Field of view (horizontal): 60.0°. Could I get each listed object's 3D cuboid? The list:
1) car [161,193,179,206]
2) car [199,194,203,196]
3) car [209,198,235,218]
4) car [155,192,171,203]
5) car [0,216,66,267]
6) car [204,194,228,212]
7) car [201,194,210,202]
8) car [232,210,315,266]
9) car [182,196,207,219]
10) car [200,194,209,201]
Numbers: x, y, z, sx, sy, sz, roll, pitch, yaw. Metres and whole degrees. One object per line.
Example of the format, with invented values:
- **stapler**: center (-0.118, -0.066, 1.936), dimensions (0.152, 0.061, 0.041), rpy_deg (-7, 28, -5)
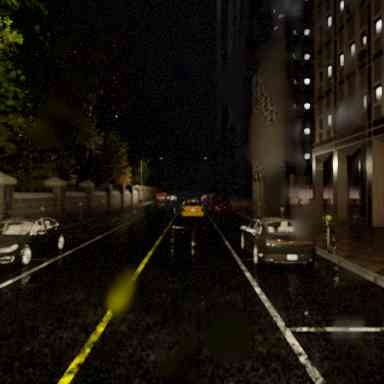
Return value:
- **car**: center (-3.064, 1.290, 50.990), dimensions (2.128, 1.511, 4.902), rpy_deg (0, 0, 0)
- **car**: center (2.715, 1.183, 62.265), dimensions (1.967, 1.590, 4.097), rpy_deg (1, 0, 0)
- **car**: center (2.704, 1.483, 28.177), dimensions (1.802, 1.307, 4.206), rpy_deg (0, 0, 0)
- **car**: center (-5.664, 1.058, 62.308), dimensions (2.192, 1.841, 5.009), rpy_deg (1, 0, 0)
- **car**: center (-5.682, 1.514, 11.164), dimensions (2.008, 1.369, 4.403), rpy_deg (0, 0, 0)
- **car**: center (2.708, 1.193, 33.859), dimensions (2.192, 1.841, 5.009), rpy_deg (0, 0, 0)
- **car**: center (2.716, 1.238, 68.116), dimensions (1.752, 1.417, 4.829), rpy_deg (1, 0, 0)
- **car**: center (2.699, 1.514, 11.135), dimensions (2.008, 1.369, 4.403), rpy_deg (0, 0, 0)
- **car**: center (0.093, 1.358, 27.897), dimensions (1.801, 1.575, 5.366), rpy_deg (0, 0, 0)
- **car**: center (2.717, 1.248, 73.626), dimensions (1.947, 1.339, 4.313), rpy_deg (1, 0, 0)
